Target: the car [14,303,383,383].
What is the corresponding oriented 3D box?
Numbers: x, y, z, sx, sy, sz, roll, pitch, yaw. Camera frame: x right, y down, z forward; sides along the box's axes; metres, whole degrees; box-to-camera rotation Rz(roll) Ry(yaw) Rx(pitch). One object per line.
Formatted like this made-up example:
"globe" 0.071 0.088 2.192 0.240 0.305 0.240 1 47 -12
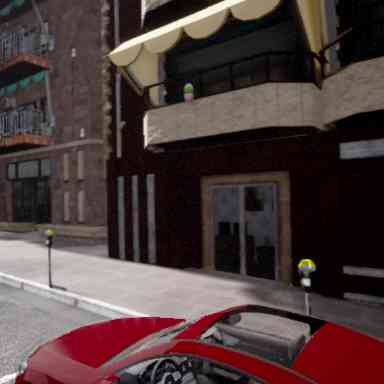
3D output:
"car" 0.323 1.582 2.514 4.206 1.307 1.802 0 -1 36
